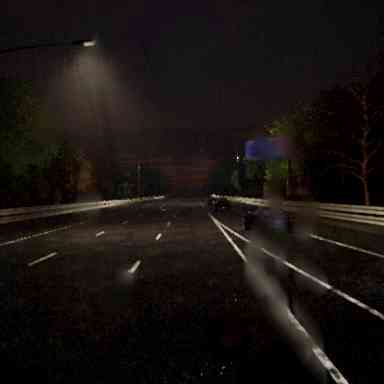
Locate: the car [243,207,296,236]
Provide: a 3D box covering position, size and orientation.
[{"bbox_3d":[4.098,1.523,18.167,1.994,1.385,4.181,-1,0,-4],"label":"car"}]

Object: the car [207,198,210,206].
[{"bbox_3d":[3.593,1.641,58.279,2.033,1.411,5.357,-1,0,0],"label":"car"}]

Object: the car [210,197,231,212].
[{"bbox_3d":[3.566,1.543,40.417,1.837,1.490,4.892,-1,0,0],"label":"car"}]
